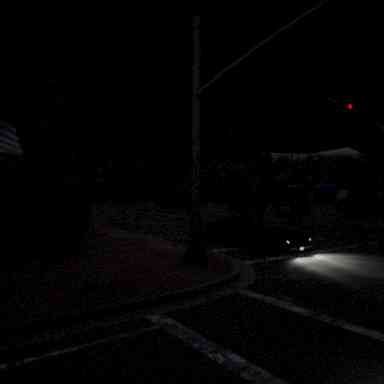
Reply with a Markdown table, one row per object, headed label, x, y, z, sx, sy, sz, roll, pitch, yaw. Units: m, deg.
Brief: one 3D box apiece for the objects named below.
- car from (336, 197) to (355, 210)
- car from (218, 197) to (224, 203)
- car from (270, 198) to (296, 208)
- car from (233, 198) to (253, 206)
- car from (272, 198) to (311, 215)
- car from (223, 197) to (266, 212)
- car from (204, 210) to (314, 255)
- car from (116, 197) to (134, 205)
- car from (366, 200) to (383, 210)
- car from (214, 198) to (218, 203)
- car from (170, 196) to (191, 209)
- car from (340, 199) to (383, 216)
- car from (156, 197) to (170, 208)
| label | x | y | z | sx | sy | sz | roll | pitch | yaw |
| --- | --- | --- | --- | --- | --- | --- | --- | --- | --- |
| car | 22.639 | 1.687 | 47.548 | 4.605 | 1.855 | 1.932 | 1 | 0 | -36 |
| car | 9.477 | 1.993 | 80.319 | 5.027 | 1.636 | 2.152 | 1 | 0 | -36 |
| car | 15.949 | 1.894 | 58.080 | 4.514 | 1.523 | 2.007 | 1 | 0 | -36 |
| car | 10.154 | 1.916 | 66.221 | 3.633 | 1.501 | 1.845 | 1 | 0 | -36 |
| car | 10.694 | 1.675 | 34.934 | 3.806 | 1.475 | 1.970 | 1 | 0 | -36 |
| car | 6.688 | 1.593 | 39.958 | 5.027 | 1.636 | 2.152 | 1 | 0 | -36 |
| car | 2.747 | 1.818 | 15.138 | 2.033 | 1.411 | 5.357 | 1 | 0 | -36 |
| car | -13.535 | 1.811 | 67.643 | 3.633 | 1.501 | 1.845 | 1 | 0 | -36 |
| car | 29.502 | 2.024 | 52.524 | 3.806 | 1.475 | 1.970 | 1 | 0 | -36 |
| car | 7.605 | 2.002 | 82.836 | 4.514 | 1.523 | 2.007 | 1 | 0 | -36 |
| car | -0.774 | 1.516 | 50.350 | 3.866 | 1.878 | 1.905 | 1 | 0 | -36 |
| car | 18.555 | 1.801 | 36.070 | 4.514 | 1.523 | 2.007 | 1 | 0 | -36 |
| car | -2.804 | 1.533 | 52.470 | 4.605 | 1.855 | 1.932 | 1 | 0 | -36 |
